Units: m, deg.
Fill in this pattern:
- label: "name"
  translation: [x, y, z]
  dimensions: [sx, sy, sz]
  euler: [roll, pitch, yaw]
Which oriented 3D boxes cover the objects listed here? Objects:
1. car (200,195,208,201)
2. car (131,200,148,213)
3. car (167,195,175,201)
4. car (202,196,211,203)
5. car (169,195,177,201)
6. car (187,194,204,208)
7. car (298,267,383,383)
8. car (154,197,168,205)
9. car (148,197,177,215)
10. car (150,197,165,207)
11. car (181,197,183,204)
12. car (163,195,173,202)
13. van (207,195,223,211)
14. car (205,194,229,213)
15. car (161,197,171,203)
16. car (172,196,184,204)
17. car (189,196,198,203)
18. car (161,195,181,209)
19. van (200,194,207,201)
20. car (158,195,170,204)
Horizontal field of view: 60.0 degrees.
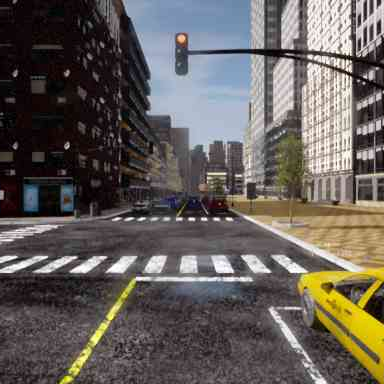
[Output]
- label: "car"
  translation: [3.076, 1.601, 86.292]
  dimensions: [1.752, 1.417, 4.829]
  euler: [0, 0, 0]
- label: "car"
  translation: [-5.529, 1.557, 36.420]
  dimensions: [2.008, 1.369, 4.403]
  euler: [0, 0, 0]
- label: "car"
  translation: [-5.305, 1.600, 85.990]
  dimensions: [1.752, 1.417, 4.829]
  euler: [0, 0, 0]
- label: "car"
  translation: [3.000, 1.591, 69.542]
  dimensions: [1.887, 1.381, 4.507]
  euler: [0, 0, 0]
- label: "car"
  translation: [-5.279, 1.631, 91.685]
  dimensions: [1.887, 1.381, 4.507]
  euler: [0, 0, 0]
- label: "car"
  translation: [0.311, 1.370, 48.654]
  dimensions: [2.097, 1.767, 4.553]
  euler: [0, 0, 0]
- label: "car"
  translation: [2.705, 1.525, 4.140]
  dimensions: [1.752, 1.417, 4.829]
  euler: [0, 0, 0]
- label: "car"
  translation: [-5.430, 1.575, 58.526]
  dimensions: [1.887, 1.381, 4.507]
  euler: [0, 0, 0]
- label: "car"
  translation: [-2.944, 1.553, 34.111]
  dimensions: [2.033, 1.411, 5.357]
  euler: [0, 0, 0]
- label: "car"
  translation: [-5.455, 1.573, 53.000]
  dimensions: [2.008, 1.369, 4.403]
  euler: [0, 0, 0]
- label: "car"
  translation: [-2.826, 1.528, 53.743]
  dimensions: [1.837, 1.490, 4.892]
  euler: [0, 0, 1]
- label: "car"
  translation: [-5.355, 1.496, 75.106]
  dimensions: [1.967, 1.590, 4.097]
  euler: [0, 0, 0]
- label: "van"
  translation: [2.874, 1.352, 41.909]
  dimensions: [1.690, 1.788, 3.998]
  euler: [0, 0, 0]
- label: "car"
  translation: [2.849, 1.322, 36.383]
  dimensions: [2.192, 1.841, 5.009]
  euler: [0, 0, 0]
- label: "car"
  translation: [-5.380, 1.629, 69.580]
  dimensions: [1.802, 1.307, 4.206]
  euler: [0, 0, 0]
- label: "car"
  translation: [-2.712, 1.530, 63.988]
  dimensions: [2.128, 1.511, 4.902]
  euler: [0, 0, 0]
- label: "car"
  translation: [0.391, 1.553, 71.030]
  dimensions: [1.837, 1.490, 4.892]
  euler: [0, 0, 0]
- label: "car"
  translation: [-2.889, 1.490, 43.930]
  dimensions: [1.882, 1.535, 5.008]
  euler: [0, 0, 0]
- label: "van"
  translation: [3.099, 1.427, 91.647]
  dimensions: [1.690, 1.788, 3.998]
  euler: [0, 0, 0]
- label: "car"
  translation: [-5.405, 1.479, 64.053]
  dimensions: [1.967, 1.590, 4.097]
  euler: [0, 0, 0]
